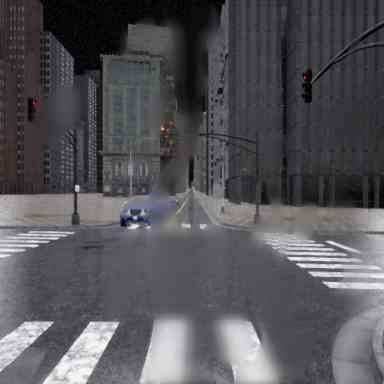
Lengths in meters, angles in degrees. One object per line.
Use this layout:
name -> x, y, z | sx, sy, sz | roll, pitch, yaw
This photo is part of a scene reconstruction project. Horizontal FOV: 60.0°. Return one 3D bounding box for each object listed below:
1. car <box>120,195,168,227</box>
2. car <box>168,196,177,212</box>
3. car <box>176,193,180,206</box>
car -> -3.278, 1.220, 22.945 | 2.150, 2.045, 5.566 | 0, 0, 4
car -> -3.095, 1.476, 38.595 | 1.882, 1.535, 5.008 | 0, 0, 0
car -> -3.076, 1.352, 52.882 | 2.097, 1.767, 4.553 | 0, 0, 0
